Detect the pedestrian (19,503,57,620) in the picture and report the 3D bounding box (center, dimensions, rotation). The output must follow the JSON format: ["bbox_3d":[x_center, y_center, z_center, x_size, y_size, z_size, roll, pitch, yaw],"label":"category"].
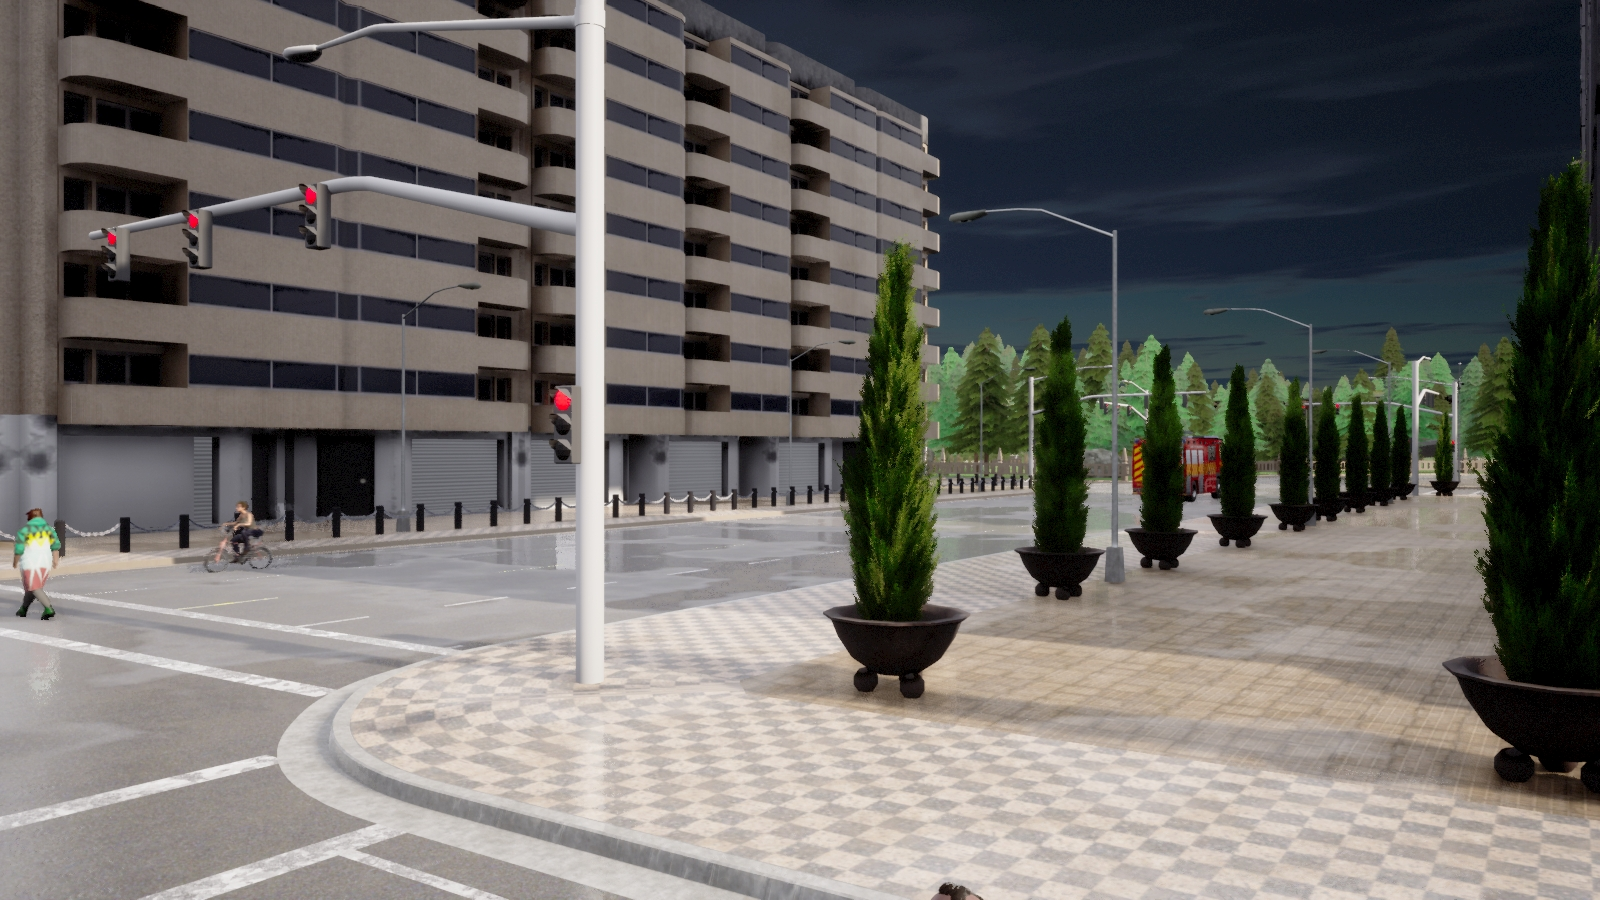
[{"bbox_3d":[-12.427,1.804,18.629,0.375,1.860,0.375,0,0,27],"label":"pedestrian"}]

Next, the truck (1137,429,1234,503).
[{"bbox_3d":[21.438,0.835,63.219,2.891,3.827,8.468,0,0,34],"label":"truck"}]

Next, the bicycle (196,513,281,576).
[{"bbox_3d":[-12.631,2.102,25.710,0.859,1.276,1.487,-1,-1,41],"label":"bicycle"}]

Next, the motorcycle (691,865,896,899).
[{"bbox_3d":[0.516,2.205,3.364,2.209,1.251,0.867,0,0,34],"label":"motorcycle"}]
